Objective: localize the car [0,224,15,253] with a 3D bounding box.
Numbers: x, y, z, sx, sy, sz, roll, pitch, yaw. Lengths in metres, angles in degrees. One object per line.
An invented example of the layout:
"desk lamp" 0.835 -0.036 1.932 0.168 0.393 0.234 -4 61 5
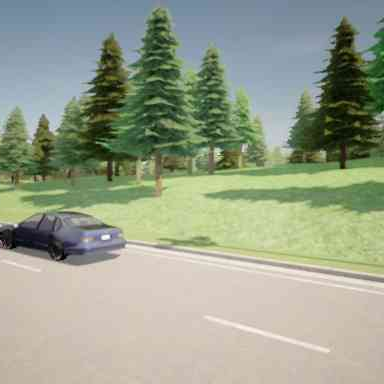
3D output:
"car" -7.469 1.028 9.221 5.566 2.045 2.150 1 1 36

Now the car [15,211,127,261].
"car" -4.645 1.371 11.506 5.357 1.411 2.033 1 1 36
